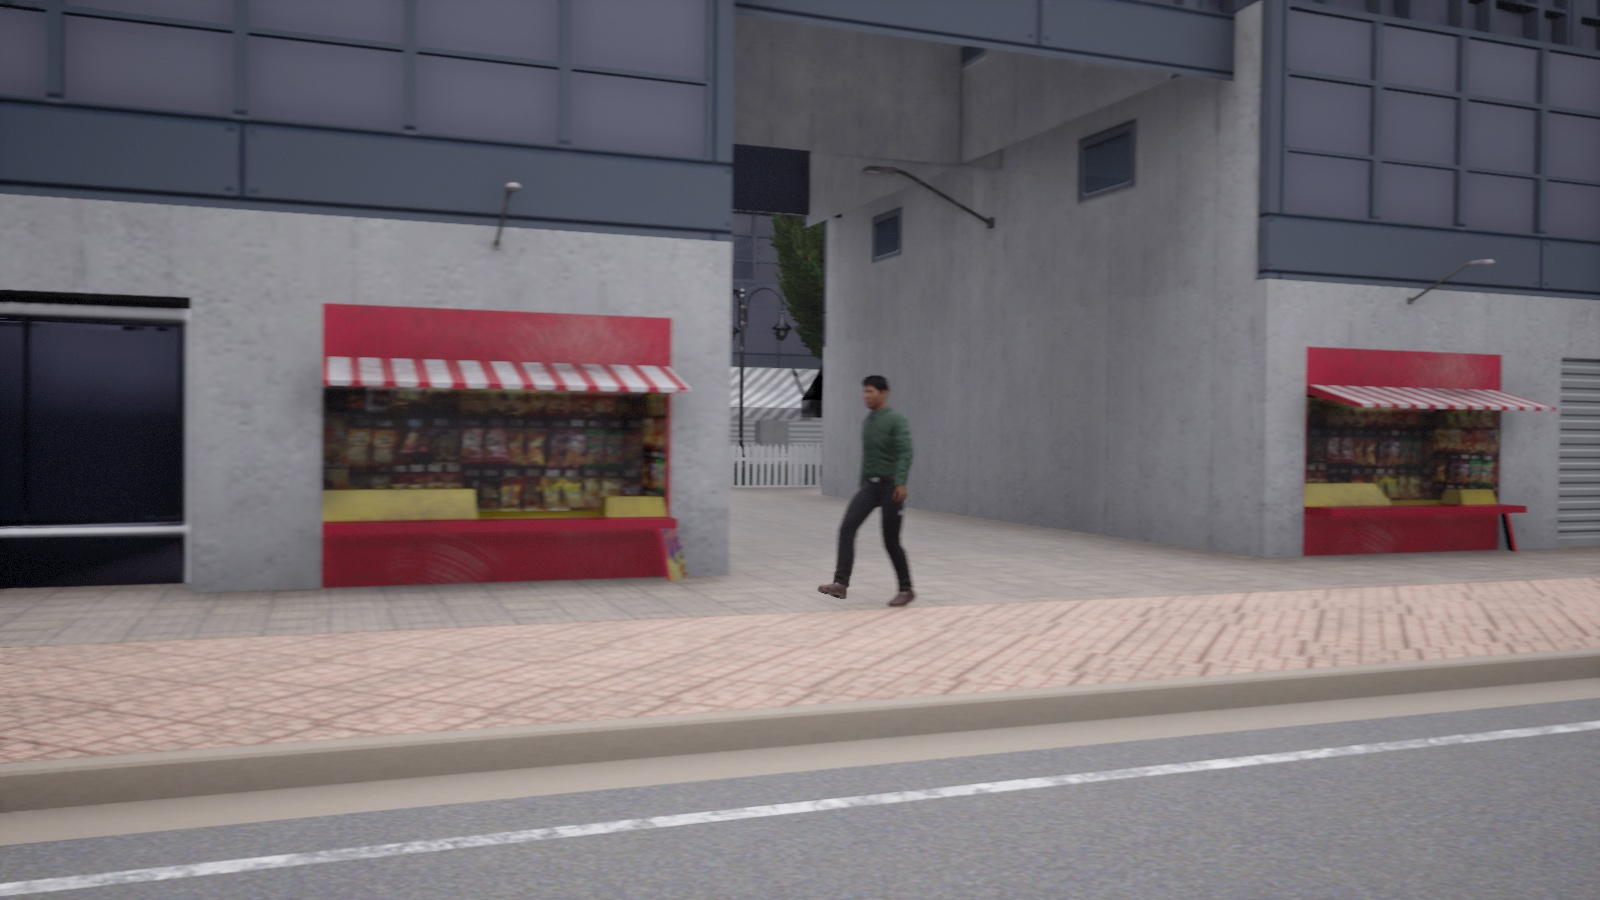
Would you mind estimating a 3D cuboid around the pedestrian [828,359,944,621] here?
[{"bbox_3d":[0.673,0.291,9.750,0.788,1.949,0.423,-1,1,-36],"label":"pedestrian"}]
